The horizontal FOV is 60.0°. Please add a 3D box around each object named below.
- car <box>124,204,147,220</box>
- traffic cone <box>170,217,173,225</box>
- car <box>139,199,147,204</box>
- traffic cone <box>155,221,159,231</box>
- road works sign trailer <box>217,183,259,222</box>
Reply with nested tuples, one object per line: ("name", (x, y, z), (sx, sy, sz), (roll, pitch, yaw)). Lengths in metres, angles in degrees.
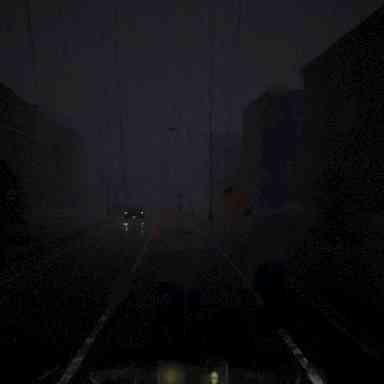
("car", (-5.540, 2.041, 32.388), (1.895, 1.301, 4.718), (0, -2, -7))
("traffic cone", (-1.523, 2.140, 24.395), (0.340, 0.580, 0.340), (0, -1, -4))
("car", (-10.679, 2.243, 72.493), (1.837, 1.490, 4.892), (0, 1, -7))
("traffic cone", (-2.044, 2.031, 18.331), (0.340, 0.580, 0.340), (0, -1, -5))
("road works sign trailer", (3.360, 1.069, 24.158), (2.880, 2.380, 3.560), (-48, -20, 23))
